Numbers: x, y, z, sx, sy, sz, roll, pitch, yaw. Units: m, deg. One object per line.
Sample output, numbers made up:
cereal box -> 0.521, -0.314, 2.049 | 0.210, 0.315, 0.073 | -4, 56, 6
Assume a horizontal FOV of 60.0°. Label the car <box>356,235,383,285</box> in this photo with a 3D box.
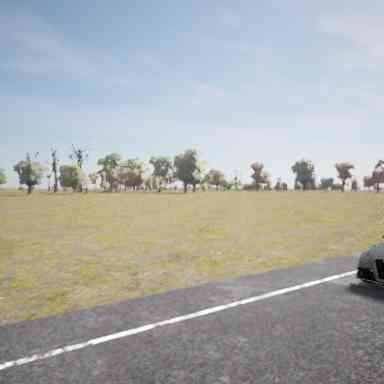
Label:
car -> 5.918, 1.541, 8.217 | 4.181, 1.385, 1.994 | 0, 0, -36
